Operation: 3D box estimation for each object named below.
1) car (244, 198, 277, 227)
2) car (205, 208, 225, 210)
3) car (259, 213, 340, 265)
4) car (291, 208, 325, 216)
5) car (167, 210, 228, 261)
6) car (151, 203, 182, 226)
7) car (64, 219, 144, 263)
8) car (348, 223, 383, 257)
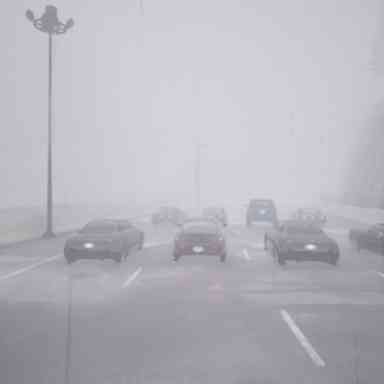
[{"bbox_3d":[5.197,1.495,25.265,2.150,2.045,5.566,0,0,9],"label":"car"},{"bbox_3d":[1.843,1.883,26.398,1.895,1.301,4.718,0,-1,9],"label":"car"},{"bbox_3d":[3.851,1.697,12.325,1.994,1.385,4.181,0,-1,5],"label":"car"},{"bbox_3d":[8.777,1.874,25.434,1.895,1.301,4.718,0,-1,9],"label":"car"},{"bbox_3d":[0.385,1.664,12.866,1.812,1.442,4.674,0,0,5],"label":"car"},{"bbox_3d":[-1.744,1.828,26.190,2.033,1.411,5.357,0,-1,9],"label":"car"},{"bbox_3d":[-3.139,1.700,12.633,1.994,1.385,4.181,0,-1,4],"label":"car"},{"bbox_3d":[7.318,1.729,11.841,1.895,1.301,4.718,0,-1,4],"label":"car"}]
